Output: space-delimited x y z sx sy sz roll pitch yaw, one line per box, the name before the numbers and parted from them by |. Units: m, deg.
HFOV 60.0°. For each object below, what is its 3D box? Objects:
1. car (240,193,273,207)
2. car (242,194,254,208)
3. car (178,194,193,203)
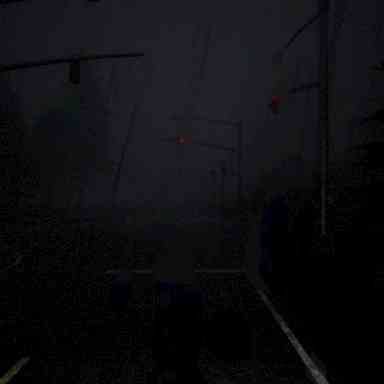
car | 8.425 1.045 43.759 3.866 1.878 1.905 0 0 -1
car | 8.840 1.049 41.250 4.605 1.855 1.932 0 0 -1
car | -0.953 1.366 65.863 2.033 1.411 5.357 0 0 -7
